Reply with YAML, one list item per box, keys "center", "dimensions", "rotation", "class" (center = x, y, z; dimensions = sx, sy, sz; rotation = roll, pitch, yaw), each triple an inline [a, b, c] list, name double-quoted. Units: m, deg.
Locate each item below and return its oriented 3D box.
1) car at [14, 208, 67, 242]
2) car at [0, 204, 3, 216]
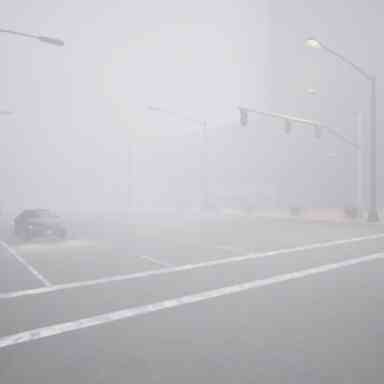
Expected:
- center: [-7.947, 1.598, 17.198]
  dimensions: [1.812, 1.442, 4.674]
  rotation: [0, 0, -36]
  class: "car"
- center: [-22.232, 1.757, 36.841]
  dimensions: [1.837, 1.490, 4.892]
  rotation: [0, -1, -36]
  class: "car"
